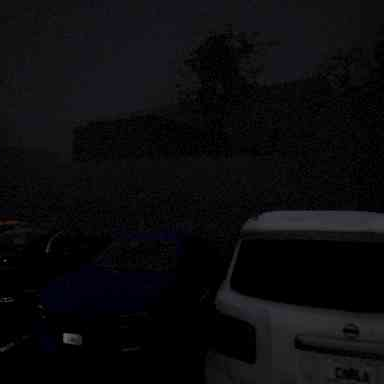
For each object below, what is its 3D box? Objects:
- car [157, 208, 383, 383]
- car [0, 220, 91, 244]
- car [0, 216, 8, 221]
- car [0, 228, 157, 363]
[{"bbox_3d":[1.695,1.240,4.625,2.435,2.045,5.566,0,-1,16],"label":"car"},{"bbox_3d":[-3.169,1.498,8.052,2.231,1.521,4.892,0,-1,15],"label":"car"},{"bbox_3d":[-5.545,1.500,9.969,1.946,1.575,5.366,0,-1,15],"label":"car"},{"bbox_3d":[-0.732,1.493,6.328,2.097,1.535,5.008,0,-1,16],"label":"car"}]
